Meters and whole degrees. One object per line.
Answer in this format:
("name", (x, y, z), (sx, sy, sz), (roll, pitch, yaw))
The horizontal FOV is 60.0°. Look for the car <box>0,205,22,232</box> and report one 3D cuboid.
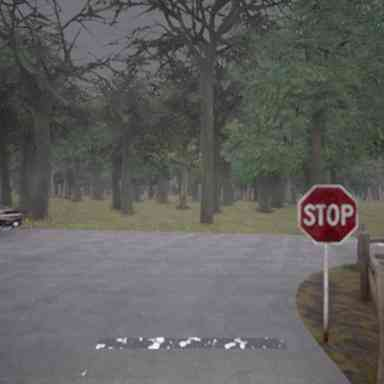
("car", (-10.897, 1.255, 16.373), (4.902, 1.511, 2.128), (1, 0, 8))
